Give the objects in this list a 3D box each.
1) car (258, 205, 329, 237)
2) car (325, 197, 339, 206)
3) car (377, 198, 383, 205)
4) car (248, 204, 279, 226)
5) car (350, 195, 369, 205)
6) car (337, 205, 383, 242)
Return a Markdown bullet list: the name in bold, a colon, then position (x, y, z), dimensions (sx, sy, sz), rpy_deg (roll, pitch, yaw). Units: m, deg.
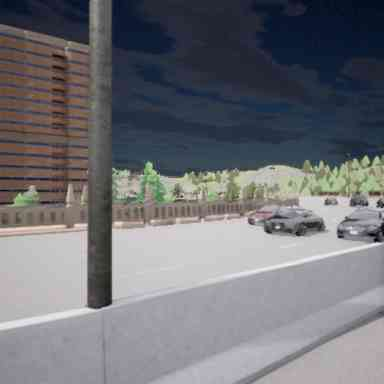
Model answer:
- **car**: position (5.827, 1.646, 18.701), dimensions (1.994, 1.385, 4.181), rpy_deg (0, 0, 44)
- **car**: position (25.483, 1.758, 60.696), dimensions (2.128, 1.511, 4.902), rpy_deg (0, 0, 15)
- **car**: position (29.947, 1.704, 51.399), dimensions (1.882, 1.535, 5.008), rpy_deg (0, 0, 20)
- **car**: position (5.838, 1.629, 23.823), dimensions (1.812, 1.442, 4.674), rpy_deg (0, 0, 41)
- **car**: position (27.230, 1.461, 54.193), dimensions (2.150, 2.045, 5.566), rpy_deg (0, 0, 19)
- **car**: position (8.983, 1.601, 16.915), dimensions (1.812, 1.442, 4.674), rpy_deg (0, 0, 43)
